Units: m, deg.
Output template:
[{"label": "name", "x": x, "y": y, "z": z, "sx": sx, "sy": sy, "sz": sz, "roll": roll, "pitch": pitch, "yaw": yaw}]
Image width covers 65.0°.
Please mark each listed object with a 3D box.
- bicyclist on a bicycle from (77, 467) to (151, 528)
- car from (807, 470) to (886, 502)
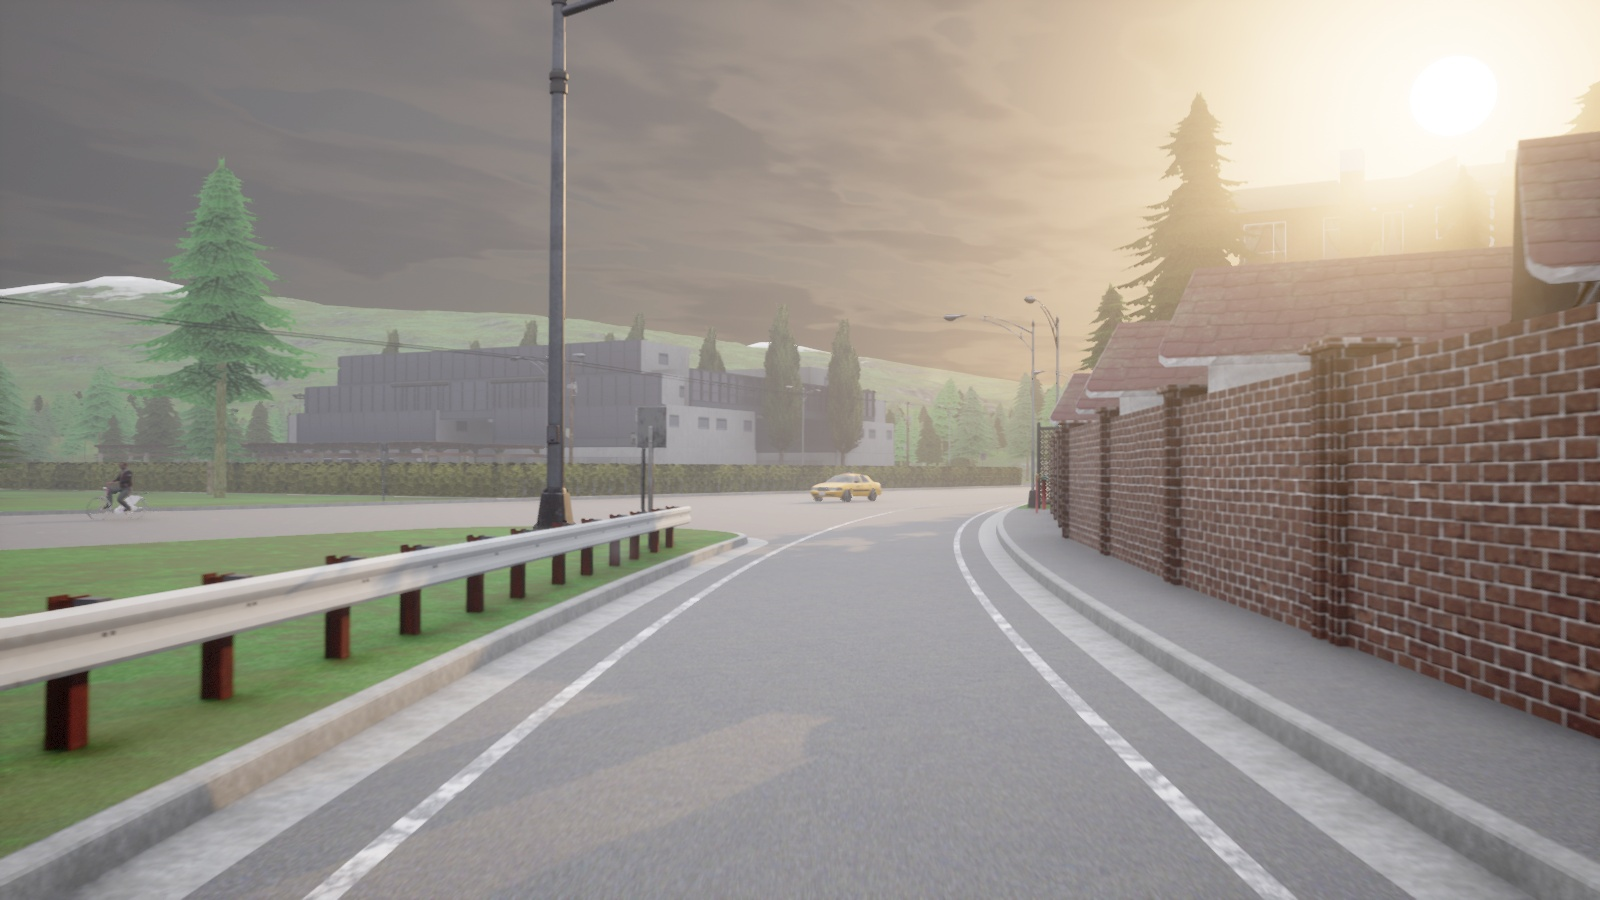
[{"label": "bicyclist on a bicycle", "x": -20.327, "y": 1.385, "z": 37.224, "sx": 0.659, "sy": 1.776, "sz": 1.843, "roll": -1, "pitch": -1, "yaw": 29}, {"label": "car", "x": 2.426, "y": 1.817, "z": 64.078, "sx": 1.801, "sy": 1.575, "sz": 5.366, "roll": -1, "pitch": -1, "yaw": 29}]
